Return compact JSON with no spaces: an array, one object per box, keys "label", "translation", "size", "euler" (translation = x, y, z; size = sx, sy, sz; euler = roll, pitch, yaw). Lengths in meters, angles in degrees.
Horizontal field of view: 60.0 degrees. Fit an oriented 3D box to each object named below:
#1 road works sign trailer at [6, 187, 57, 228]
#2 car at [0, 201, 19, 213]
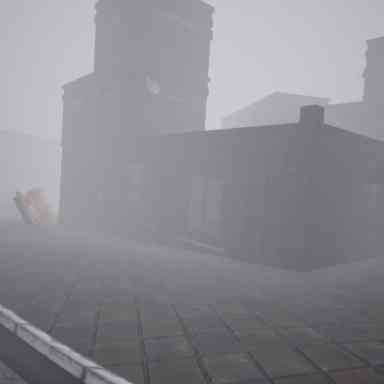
[{"label":"road works sign trailer","translation":[-10.516,1.178,21.014],"size":[2.880,2.380,3.560],"euler":[-26,7,-18]},{"label":"car","translation":[-23.712,1.861,42.122],"size":[1.994,1.385,4.181],"euler":[4,-1,4]}]
